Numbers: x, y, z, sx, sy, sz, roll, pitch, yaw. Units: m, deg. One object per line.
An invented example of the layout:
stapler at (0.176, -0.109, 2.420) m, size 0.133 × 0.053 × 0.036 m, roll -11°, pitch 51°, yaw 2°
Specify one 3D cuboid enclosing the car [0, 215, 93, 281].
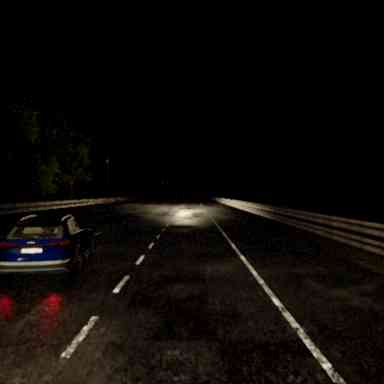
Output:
car at (-4.188, 1.481, 10.084) m, size 2.033 × 1.649 × 4.856 m, roll 0°, pitch -1°, yaw -10°
